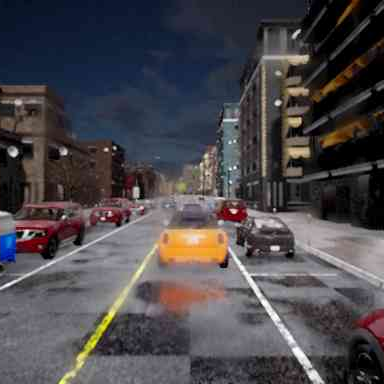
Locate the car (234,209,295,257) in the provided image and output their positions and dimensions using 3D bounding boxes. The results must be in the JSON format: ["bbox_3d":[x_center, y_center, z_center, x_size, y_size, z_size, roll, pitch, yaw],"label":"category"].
[{"bbox_3d":[2.700,1.593,12.954,2.008,1.369,4.403,1,0,0],"label":"car"}]

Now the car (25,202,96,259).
[{"bbox_3d":[-5.675,1.357,12.959,2.192,1.841,5.009,1,0,0],"label":"car"}]

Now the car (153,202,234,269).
[{"bbox_3d":[0.050,1.390,11.470,2.097,1.767,4.553,0,0,0],"label":"car"}]

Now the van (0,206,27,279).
[{"bbox_3d":[-5.675,1.366,7.552,1.690,1.788,3.998,1,0,0],"label":"van"}]

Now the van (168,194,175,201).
[{"bbox_3d":[-5.699,1.630,94.727,1.690,1.788,3.998,1,0,0],"label":"van"}]

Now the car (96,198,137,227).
[{"bbox_3d":[-5.679,1.390,23.774,2.192,1.841,5.009,1,0,0],"label":"car"}]

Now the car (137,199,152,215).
[{"bbox_3d":[-5.684,1.548,34.588,1.967,1.590,4.097,1,0,0],"label":"car"}]

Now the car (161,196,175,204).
[{"bbox_3d":[-3.084,1.631,44.585,2.128,1.511,4.902,0,0,0],"label":"car"}]

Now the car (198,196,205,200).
[{"bbox_3d":[2.678,1.730,94.790,1.967,1.590,4.097,1,0,0],"label":"car"}]

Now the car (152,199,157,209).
[{"bbox_3d":[-5.690,1.692,45.402,2.008,1.369,4.403,1,0,0],"label":"car"}]

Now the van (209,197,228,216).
[{"bbox_3d":[2.698,1.449,34.583,1.690,1.788,3.998,1,0,0],"label":"van"}]

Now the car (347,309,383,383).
[{"bbox_3d":[2.705,1.448,2.140,1.967,1.590,4.097,1,0,0],"label":"car"}]

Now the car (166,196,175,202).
[{"bbox_3d":[-5.702,1.817,89.039,1.887,1.381,4.507,1,0,0],"label":"car"}]

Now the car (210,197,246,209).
[{"bbox_3d":[2.701,1.390,23.769,2.192,1.841,5.009,1,0,0],"label":"car"}]
